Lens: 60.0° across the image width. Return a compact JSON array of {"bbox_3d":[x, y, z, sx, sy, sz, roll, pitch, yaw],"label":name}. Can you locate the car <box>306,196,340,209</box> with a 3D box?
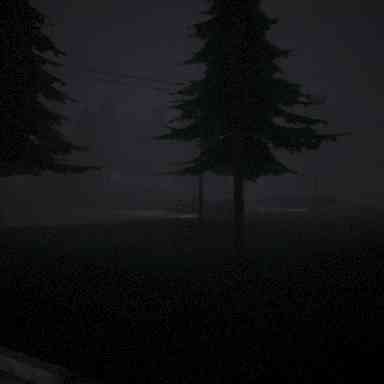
[{"bbox_3d":[16.563,1.128,41.155,4.181,1.385,1.994,0,0,-33],"label":"car"}]

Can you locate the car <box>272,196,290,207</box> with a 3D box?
[{"bbox_3d":[13.687,1.223,46.200,5.357,1.411,2.033,0,0,-30],"label":"car"}]

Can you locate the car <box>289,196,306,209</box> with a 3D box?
[{"bbox_3d":[15.422,1.366,43.160,4.892,1.490,1.837,0,0,-30],"label":"car"}]

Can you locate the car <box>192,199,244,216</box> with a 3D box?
[{"bbox_3d":[2.793,1.468,32.323,4.892,1.490,1.837,0,0,-32],"label":"car"}]

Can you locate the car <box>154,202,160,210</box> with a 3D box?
[{"bbox_3d":[-2.279,1.488,41.232,4.902,1.511,2.128,0,0,-30],"label":"car"}]

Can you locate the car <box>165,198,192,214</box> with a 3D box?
[{"bbox_3d":[0.181,1.459,34.579,5.008,1.535,1.882,0,0,-30],"label":"car"}]

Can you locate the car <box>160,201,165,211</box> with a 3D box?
[{"bbox_3d":[-1.058,1.553,37.900,4.181,1.385,1.994,0,0,-30],"label":"car"}]
